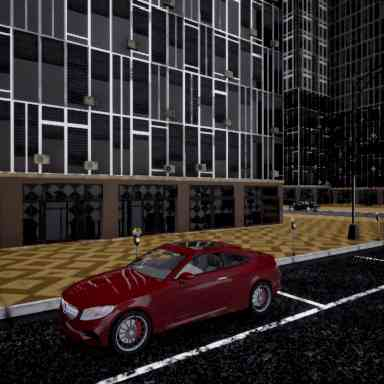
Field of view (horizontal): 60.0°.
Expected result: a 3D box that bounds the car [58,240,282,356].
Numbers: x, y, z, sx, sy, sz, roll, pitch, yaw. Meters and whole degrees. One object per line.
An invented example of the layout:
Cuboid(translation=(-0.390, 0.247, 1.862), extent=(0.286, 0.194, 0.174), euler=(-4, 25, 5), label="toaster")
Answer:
Cuboid(translation=(-0.150, 1.582, 5.993), extent=(4.206, 1.307, 1.802), euler=(0, 0, -36), label="car")

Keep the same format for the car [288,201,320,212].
Cuboid(translation=(15.229, 1.899, 45.337), extent=(2.008, 1.369, 4.403), euler=(-1, 0, -36), label="car")
